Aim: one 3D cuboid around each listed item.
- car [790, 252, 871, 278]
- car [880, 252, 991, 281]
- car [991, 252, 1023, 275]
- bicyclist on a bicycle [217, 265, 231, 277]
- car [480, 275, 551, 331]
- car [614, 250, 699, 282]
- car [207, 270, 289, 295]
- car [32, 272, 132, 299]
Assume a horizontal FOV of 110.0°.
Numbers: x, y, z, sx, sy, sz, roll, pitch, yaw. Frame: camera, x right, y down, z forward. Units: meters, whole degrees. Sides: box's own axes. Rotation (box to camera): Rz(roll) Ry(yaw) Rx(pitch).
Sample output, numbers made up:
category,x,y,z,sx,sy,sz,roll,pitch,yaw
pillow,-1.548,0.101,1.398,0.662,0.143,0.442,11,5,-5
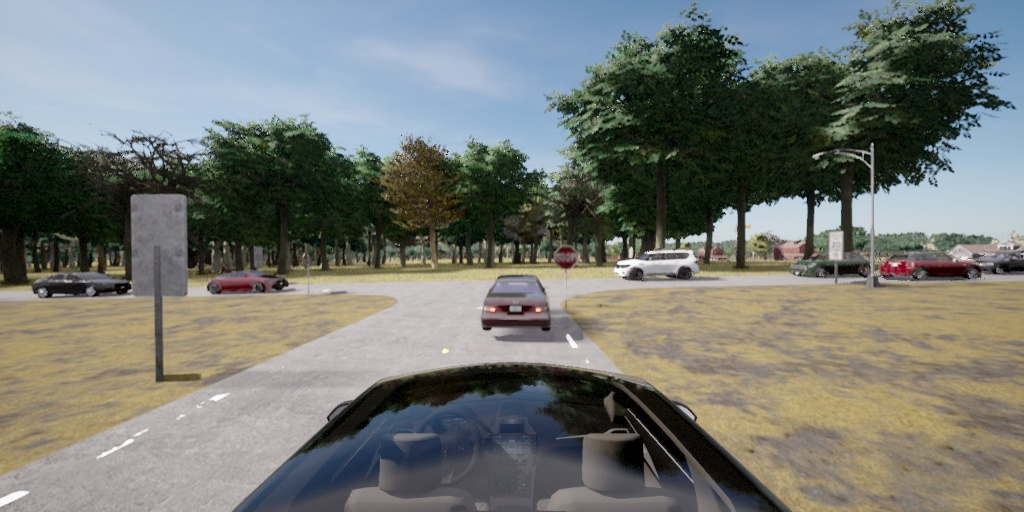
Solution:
category,x,y,z,sx,sy,sz,roll,pitch,yaw
car,22.237,0.569,25.148,4.553,1.767,2.097,-1,1,0
car,25.831,0.555,22.204,4.553,1.767,2.097,-1,1,0
car,34.554,0.509,25.134,4.902,1.511,2.128,-1,1,0
bicyclist on a bicycle,-22.637,1.526,28.239,0.582,1.620,1.656,-1,0,0
car,0.168,1.268,10.857,2.033,1.411,5.357,0,0,2
car,10.108,0.654,25.174,5.566,2.045,2.150,-1,1,0
car,-16.322,1.571,22.251,4.181,1.385,1.994,-1,1,0
car,-26.608,1.748,22.275,4.892,1.490,1.837,-1,1,0
